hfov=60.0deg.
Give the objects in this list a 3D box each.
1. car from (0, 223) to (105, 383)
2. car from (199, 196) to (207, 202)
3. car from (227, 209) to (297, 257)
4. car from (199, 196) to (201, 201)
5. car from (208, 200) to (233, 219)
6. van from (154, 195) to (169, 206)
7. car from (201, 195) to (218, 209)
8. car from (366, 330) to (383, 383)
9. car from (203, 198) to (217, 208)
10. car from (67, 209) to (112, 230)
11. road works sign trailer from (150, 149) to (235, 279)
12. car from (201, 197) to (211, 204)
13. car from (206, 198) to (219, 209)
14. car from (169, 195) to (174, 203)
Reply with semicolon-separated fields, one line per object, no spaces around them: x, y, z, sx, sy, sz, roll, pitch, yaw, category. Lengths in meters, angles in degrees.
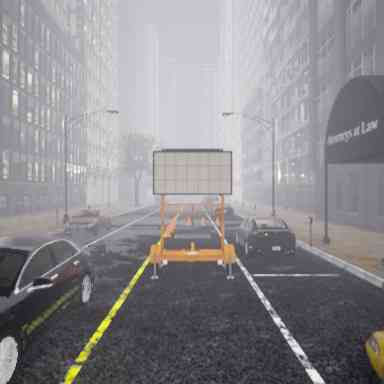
-2.991;1.519;5.202;1.837;1.490;4.892;0;0;0;car
2.885;1.712;87.095;1.752;1.417;4.829;0;0;0;car
2.713;1.585;12.848;2.008;1.369;4.403;0;0;0;car
2.817;1.454;58.434;2.192;1.841;5.009;0;0;0;car
2.752;1.644;29.942;1.947;1.339;4.313;0;0;0;car
-5.564;1.480;58.458;1.690;1.788;3.998;0;0;0;van
2.791;1.432;47.037;2.192;1.841;5.009;0;0;0;car
2.687;1.530;1.623;1.752;1.417;4.829;0;0;0;car
2.805;1.673;52.734;1.887;1.381;4.507;0;0;0;car
-5.654;1.632;18.571;1.802;1.307;4.206;0;0;0;car
0.020;0.492;10.144;2.380;3.560;2.880;0;0;0;road works sign trailer
2.845;1.705;69.829;1.887;1.381;4.507;0;0;0;car
2.766;1.636;35.640;1.887;1.381;4.507;0;0;0;car
-5.535;1.711;69.851;2.008;1.369;4.403;0;0;0;car
